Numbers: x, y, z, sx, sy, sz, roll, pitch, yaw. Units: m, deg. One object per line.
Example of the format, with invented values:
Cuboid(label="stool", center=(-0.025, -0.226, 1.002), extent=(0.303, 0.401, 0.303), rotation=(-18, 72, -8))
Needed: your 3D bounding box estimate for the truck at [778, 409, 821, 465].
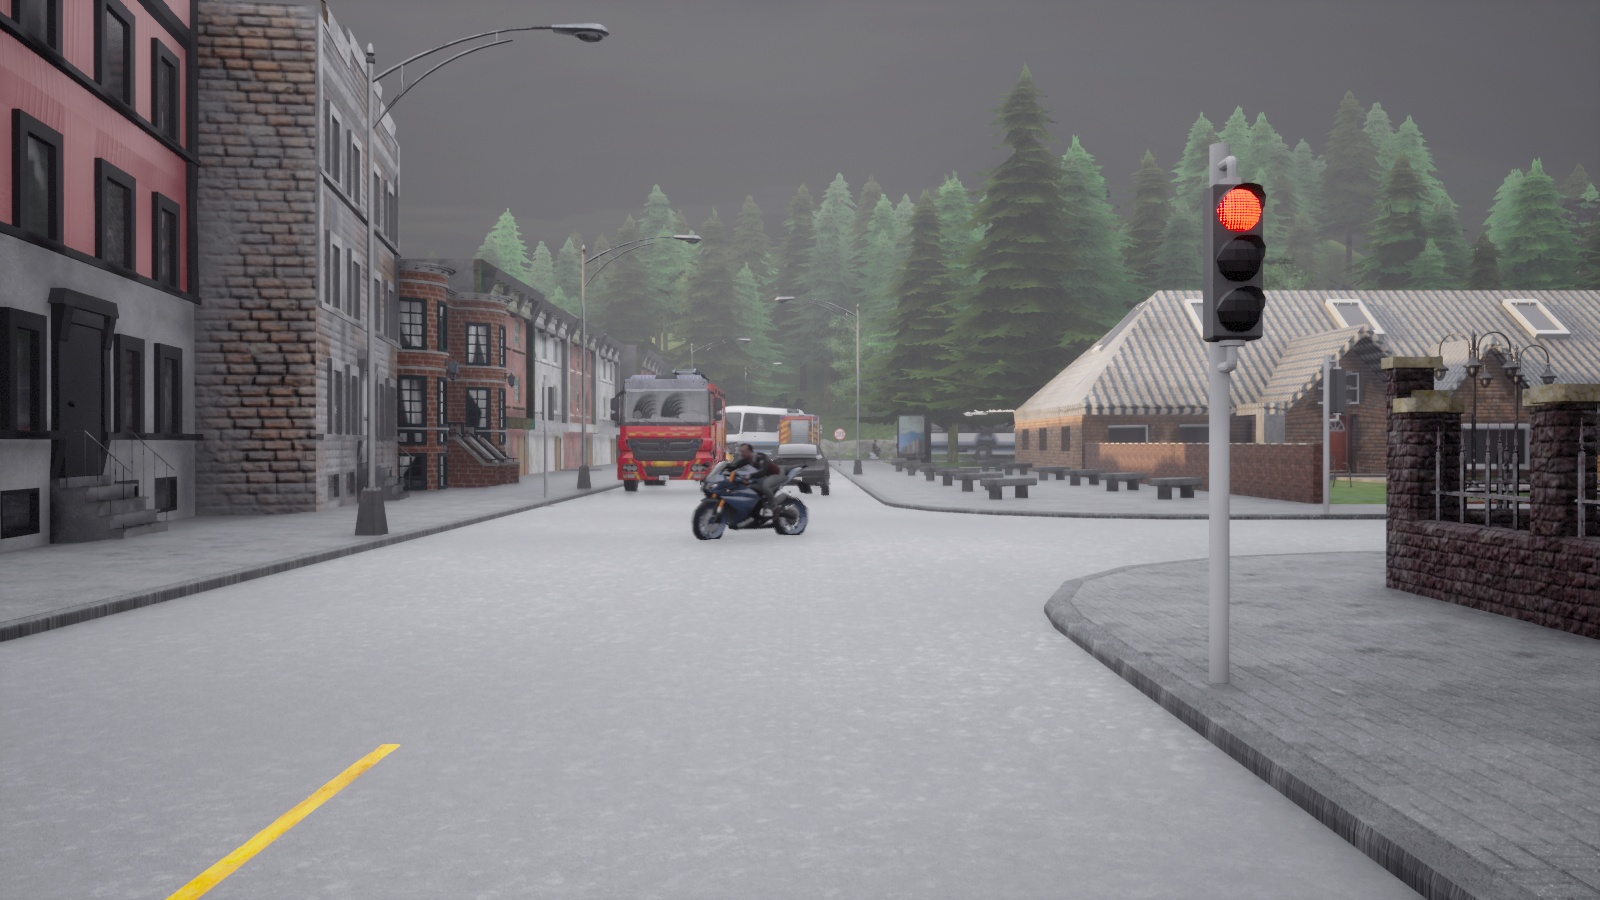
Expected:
Cuboid(label="truck", center=(-0.023, -0.925, 89.820), extent=(2.891, 3.827, 8.468), rotation=(0, 0, 0))

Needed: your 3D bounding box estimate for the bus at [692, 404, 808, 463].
Cuboid(label="bus", center=(-3.650, -1.203, 96.033), extent=(3.944, 4.253, 10.273), rotation=(1, 0, 30))

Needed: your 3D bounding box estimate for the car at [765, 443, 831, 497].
Cuboid(label="car", center=(-0.055, 0.540, 37.426), extent=(1.837, 1.490, 4.892), rotation=(0, 0, 0))

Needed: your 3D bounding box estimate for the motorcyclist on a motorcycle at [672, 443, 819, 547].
Cuboid(label="motorcyclist on a motorcycle", center=(-0.843, 0.669, 19.722), extent=(2.191, 1.530, 0.866), rotation=(0, 2, -38))

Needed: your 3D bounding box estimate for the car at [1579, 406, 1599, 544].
Cuboid(label="car", center=(14.694, 0.375, 18.153), extent=(5.566, 2.045, 2.150), rotation=(0, 0, -1))

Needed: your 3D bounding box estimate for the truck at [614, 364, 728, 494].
Cuboid(label="truck", center=(-4.048, -0.654, 41.252), extent=(2.891, 3.827, 8.468), rotation=(0, 0, 0))
